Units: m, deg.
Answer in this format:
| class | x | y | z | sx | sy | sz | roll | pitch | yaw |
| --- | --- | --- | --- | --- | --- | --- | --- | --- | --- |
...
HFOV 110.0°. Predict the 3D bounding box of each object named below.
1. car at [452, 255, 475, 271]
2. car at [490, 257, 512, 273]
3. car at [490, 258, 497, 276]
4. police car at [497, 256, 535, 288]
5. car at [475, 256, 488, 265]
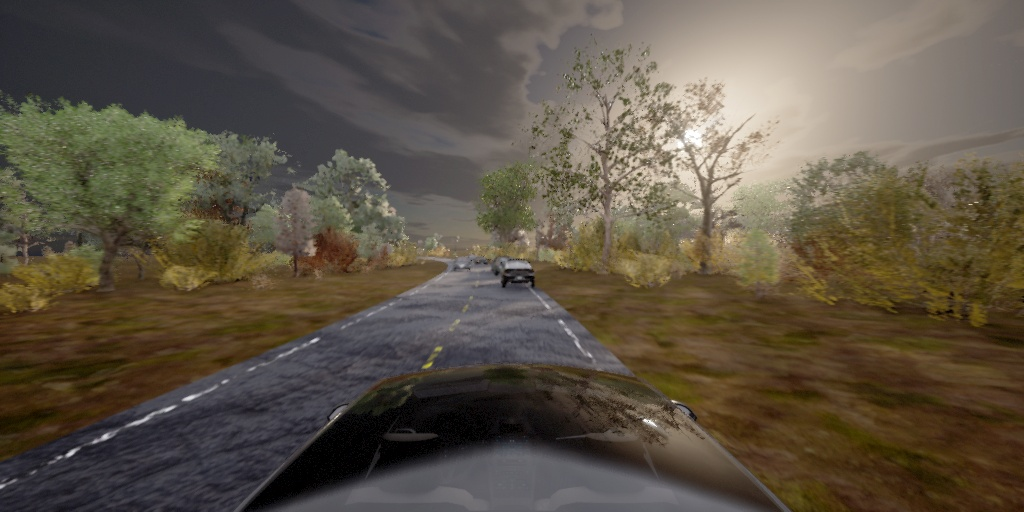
| class | x | y | z | sx | sy | sz | roll | pitch | yaw |
| --- | --- | --- | --- | --- | --- | --- | --- | --- | --- |
| car | -5.439 | 0.860 | 39.297 | 2.128 | 1.511 | 4.902 | 0 | 1 | -7 |
| car | -1.220 | 0.864 | 37.948 | 1.837 | 1.490 | 4.892 | 0 | 1 | -7 |
| car | -0.564 | 0.772 | 31.905 | 2.097 | 1.767 | 4.553 | 0 | 1 | -6 |
| police car | 0.254 | 0.950 | 22.001 | 1.930 | 1.638 | 5.238 | 0 | 1 | -4 |
| car | -4.956 | 0.771 | 57.014 | 1.895 | 1.301 | 4.718 | 0 | 1 | -11 |
